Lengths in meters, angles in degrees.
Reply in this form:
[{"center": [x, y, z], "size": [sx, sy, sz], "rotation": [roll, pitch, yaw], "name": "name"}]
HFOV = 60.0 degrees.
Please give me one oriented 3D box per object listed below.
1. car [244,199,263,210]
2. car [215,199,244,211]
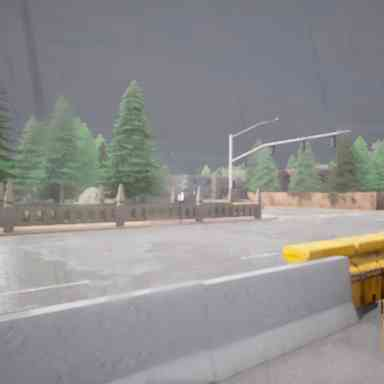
[{"center": [7.438, 1.724, 45.117], "size": [1.882, 1.535, 5.008], "rotation": [1, -1, -35], "name": "car"}, {"center": [4.053, 1.711, 43.842], "size": [2.128, 1.511, 4.902], "rotation": [1, 0, -35], "name": "car"}]
